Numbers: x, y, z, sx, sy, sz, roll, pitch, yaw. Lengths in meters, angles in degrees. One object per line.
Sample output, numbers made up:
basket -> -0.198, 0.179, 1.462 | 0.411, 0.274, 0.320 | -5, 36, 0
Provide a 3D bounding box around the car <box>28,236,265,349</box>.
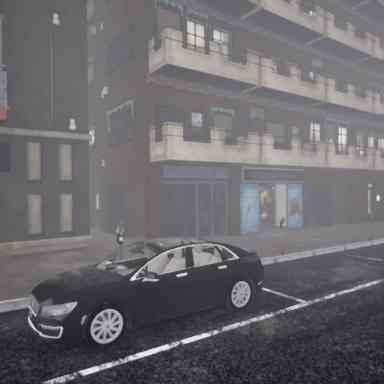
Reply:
car -> -0.577, 1.550, 6.130 | 4.403, 1.369, 2.008 | 0, -1, -35
